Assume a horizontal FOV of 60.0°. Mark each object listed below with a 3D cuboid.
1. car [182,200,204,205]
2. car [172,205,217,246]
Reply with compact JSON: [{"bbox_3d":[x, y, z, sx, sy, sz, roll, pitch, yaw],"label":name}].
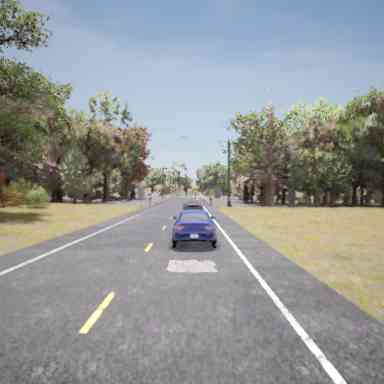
[{"bbox_3d":[0.101,1.504,31.900,1.837,1.490,4.892,0,0,0],"label":"car"},{"bbox_3d":[0.094,1.525,15.017,1.812,1.442,4.674,0,0,0],"label":"car"}]
